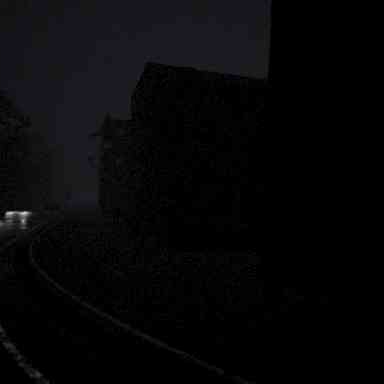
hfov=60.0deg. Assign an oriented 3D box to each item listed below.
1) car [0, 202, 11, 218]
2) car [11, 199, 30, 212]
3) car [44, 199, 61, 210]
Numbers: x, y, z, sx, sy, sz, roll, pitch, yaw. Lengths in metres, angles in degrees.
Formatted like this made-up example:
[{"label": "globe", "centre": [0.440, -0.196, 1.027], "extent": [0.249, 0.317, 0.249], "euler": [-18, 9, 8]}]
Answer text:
[{"label": "car", "centre": [-18.341, 1.632, 30.206], "extent": [1.882, 1.535, 5.008], "euler": [2, -1, -17]}, {"label": "car", "centre": [-22.266, 1.711, 43.122], "extent": [1.837, 1.490, 4.892], "euler": [2, -1, -16]}, {"label": "car", "centre": [-20.296, 1.814, 48.452], "extent": [1.882, 1.535, 5.008], "euler": [2, -1, -16]}]
